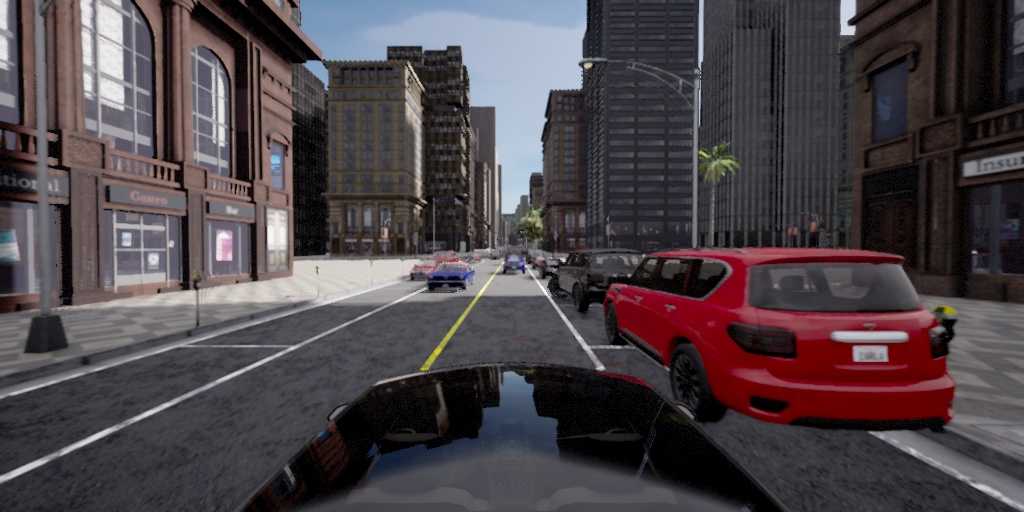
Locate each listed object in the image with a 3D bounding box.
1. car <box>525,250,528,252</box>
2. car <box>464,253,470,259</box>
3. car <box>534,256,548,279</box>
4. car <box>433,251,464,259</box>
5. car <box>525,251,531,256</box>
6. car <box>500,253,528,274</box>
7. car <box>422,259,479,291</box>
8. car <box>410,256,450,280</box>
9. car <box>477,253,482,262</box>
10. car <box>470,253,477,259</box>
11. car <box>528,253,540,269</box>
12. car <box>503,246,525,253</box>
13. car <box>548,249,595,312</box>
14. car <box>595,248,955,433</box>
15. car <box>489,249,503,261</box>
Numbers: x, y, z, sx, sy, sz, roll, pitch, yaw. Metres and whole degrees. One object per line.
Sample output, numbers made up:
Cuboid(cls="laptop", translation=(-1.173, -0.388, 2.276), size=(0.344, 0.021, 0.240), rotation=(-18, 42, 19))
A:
Cuboid(cls="car", translation=(2.978, 0.208, 54.386), size=(1.948, 1.339, 4.313), rotation=(0, 0, 0))
Cuboid(cls="car", translation=(-5.626, 0.512, 35.101), size=(1.967, 1.591, 4.097), rotation=(0, 0, 0))
Cuboid(cls="car", translation=(2.860, 0.841, 25.425), size=(1.948, 1.339, 4.313), rotation=(0, 0, 0))
Cuboid(cls="car", translation=(-5.648, 0.500, 29.800), size=(2.192, 1.841, 5.009), rotation=(0, 0, 0))
Cuboid(cls="car", translation=(2.948, 0.378, 47.022), size=(1.948, 1.339, 4.313), rotation=(0, 0, 0))
Cuboid(cls="car", translation=(0.188, 0.696, 30.546), size=(1.812, 1.442, 4.674), rotation=(0, 1, 1))
Cuboid(cls="car", translation=(-3.031, 1.012, 18.632), size=(1.895, 1.301, 4.718), rotation=(0, 1, 0))
Cuboid(cls="car", translation=(-5.669, 0.875, 24.500), size=(1.802, 1.307, 4.207), rotation=(0, 0, 0))
Cuboid(cls="car", translation=(-5.547, 0.222, 54.426), size=(1.802, 1.307, 4.207), rotation=(0, 0, 0))
Cuboid(cls="car", translation=(-7.300, 0.164, 48.513), size=(4.403, 1.370, 2.007), rotation=(0, 0, -9))
Cuboid(cls="car", translation=(2.904, 0.632, 36.223), size=(1.802, 1.307, 4.207), rotation=(0, 0, 0))
Cuboid(cls="car", translation=(0.263, 0.035, 46.972), size=(2.150, 2.045, 5.566), rotation=(0, 2, 1))
Cuboid(cls="car", translation=(3.014, 0.746, 13.083), size=(2.150, 2.045, 5.566), rotation=(0, 1, -5))
Cuboid(cls="car", translation=(3.123, 0.889, 5.798), size=(2.150, 2.045, 5.566), rotation=(0, 1, 0))
Cuboid(cls="car", translation=(-2.757, -0.019, 61.219), size=(1.837, 1.490, 4.892), rotation=(0, 1, 0))
